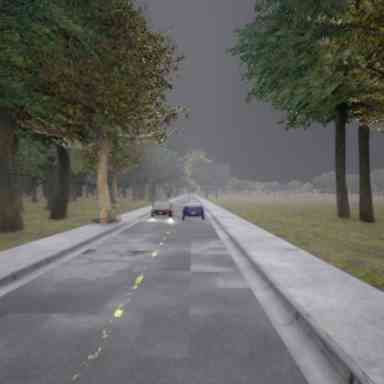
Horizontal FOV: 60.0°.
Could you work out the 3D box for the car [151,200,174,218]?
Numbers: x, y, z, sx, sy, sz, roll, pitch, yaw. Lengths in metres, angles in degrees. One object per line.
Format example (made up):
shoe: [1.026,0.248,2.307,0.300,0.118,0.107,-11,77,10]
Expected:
car: [-2.720,1.546,31.492,1.882,1.535,5.008,0,0,1]

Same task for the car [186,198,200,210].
car: [0.158,1.634,45.963,1.812,1.442,4.674,0,0,0]

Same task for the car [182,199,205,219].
car: [0.127,1.544,29.879,1.882,1.535,5.008,0,0,0]
